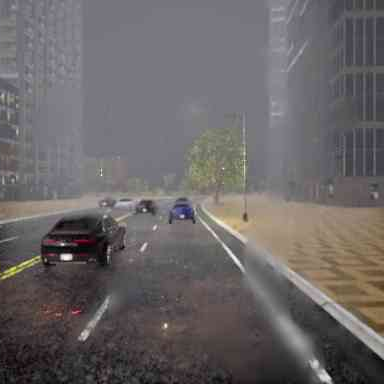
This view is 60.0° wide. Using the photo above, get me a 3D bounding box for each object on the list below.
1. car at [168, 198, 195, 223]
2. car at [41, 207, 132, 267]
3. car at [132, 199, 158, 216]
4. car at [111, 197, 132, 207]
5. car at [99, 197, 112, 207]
[{"bbox_3d":[-0.750,1.444,24.485,1.812,1.442,4.674,0,0,-3],"label":"car"},{"bbox_3d":[-3.411,1.471,11.241,1.837,1.490,4.892,0,0,-2],"label":"car"},{"bbox_3d":[-4.259,1.427,31.752,1.812,1.442,4.674,0,0,-2],"label":"car"},{"bbox_3d":[-7.808,1.410,39.354,1.812,1.442,4.674,0,0,0],"label":"car"},{"bbox_3d":[-11.039,1.368,44.485,2.128,1.511,4.902,0,0,1],"label":"car"}]
